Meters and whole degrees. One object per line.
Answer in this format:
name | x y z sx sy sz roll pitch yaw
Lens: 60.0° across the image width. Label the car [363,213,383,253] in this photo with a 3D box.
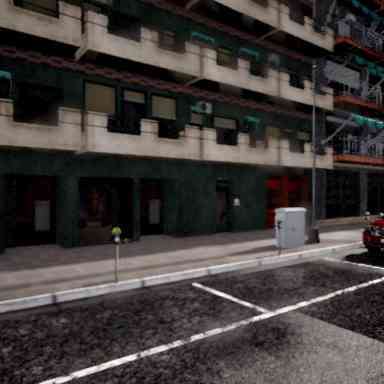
car | 8.580 1.337 12.680 5.009 1.841 2.192 0 0 -36
